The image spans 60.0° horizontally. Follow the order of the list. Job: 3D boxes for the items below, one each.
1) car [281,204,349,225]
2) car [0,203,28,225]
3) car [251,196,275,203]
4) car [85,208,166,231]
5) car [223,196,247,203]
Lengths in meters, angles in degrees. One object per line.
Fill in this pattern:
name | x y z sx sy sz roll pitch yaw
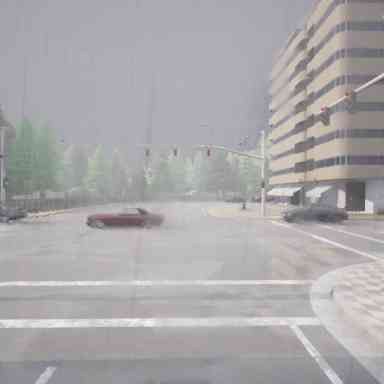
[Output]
car | 8.861 1.581 24.140 4.674 1.442 1.812 0 0 -1
car | -14.352 1.542 23.756 4.902 1.511 2.128 0 0 -1
car | 14.171 1.525 67.955 4.674 1.442 1.812 0 0 -34
car | -3.999 1.625 20.432 4.718 1.301 1.895 0 0 -1
car | 8.858 1.547 68.251 5.357 1.411 2.033 0 0 -38
